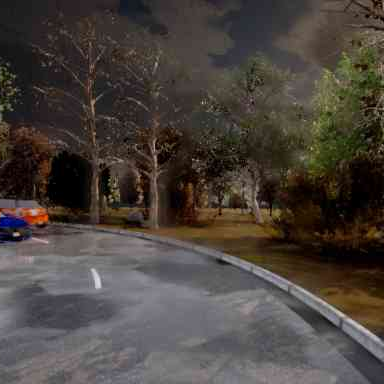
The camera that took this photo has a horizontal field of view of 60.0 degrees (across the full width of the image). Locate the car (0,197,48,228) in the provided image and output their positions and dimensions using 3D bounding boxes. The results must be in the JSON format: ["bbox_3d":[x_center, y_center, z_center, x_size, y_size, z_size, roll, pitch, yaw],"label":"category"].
[{"bbox_3d":[-10.166,1.060,18.085,4.553,1.767,2.097,2,0,22],"label":"car"}]

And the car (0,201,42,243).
[{"bbox_3d":[-8.906,1.232,13.742,5.008,1.535,1.882,3,-1,26],"label":"car"}]
